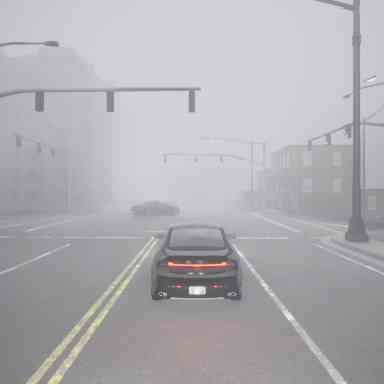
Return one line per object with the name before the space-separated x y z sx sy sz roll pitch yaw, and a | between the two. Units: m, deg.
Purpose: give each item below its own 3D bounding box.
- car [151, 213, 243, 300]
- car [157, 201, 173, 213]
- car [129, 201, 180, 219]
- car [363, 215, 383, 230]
car | 0.094 1.505 8.342 1.837 1.490 4.892 0 0 0
car | -3.633 2.066 45.578 1.837 1.490 4.892 0 -5 0
car | -3.205 1.476 28.845 4.674 1.442 1.812 0 1 -43
car | 16.047 2.655 28.228 4.181 1.385 1.994 8 0 0
